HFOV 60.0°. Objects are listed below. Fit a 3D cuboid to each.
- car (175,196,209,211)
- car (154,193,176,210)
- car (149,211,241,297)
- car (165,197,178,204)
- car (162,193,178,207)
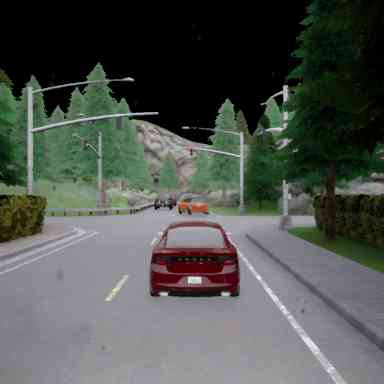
[{"bbox_3d":[0.098,1.345,33.627,2.097,1.767,4.553,1,0,-16],"label":"car"},{"bbox_3d":[-3.583,1.221,43.479,2.150,2.045,5.566,0,0,0],"label":"car"},{"bbox_3d":[0.067,1.478,8.622,1.882,1.535,5.008,0,0,0],"label":"car"},{"bbox_3d":[-3.952,1.600,63.989,1.895,1.301,4.718,0,0,-11],"label":"car"},{"bbox_3d":[-3.552,1.221,54.039,2.150,2.045,5.566,0,0,1],"label":"car"}]
